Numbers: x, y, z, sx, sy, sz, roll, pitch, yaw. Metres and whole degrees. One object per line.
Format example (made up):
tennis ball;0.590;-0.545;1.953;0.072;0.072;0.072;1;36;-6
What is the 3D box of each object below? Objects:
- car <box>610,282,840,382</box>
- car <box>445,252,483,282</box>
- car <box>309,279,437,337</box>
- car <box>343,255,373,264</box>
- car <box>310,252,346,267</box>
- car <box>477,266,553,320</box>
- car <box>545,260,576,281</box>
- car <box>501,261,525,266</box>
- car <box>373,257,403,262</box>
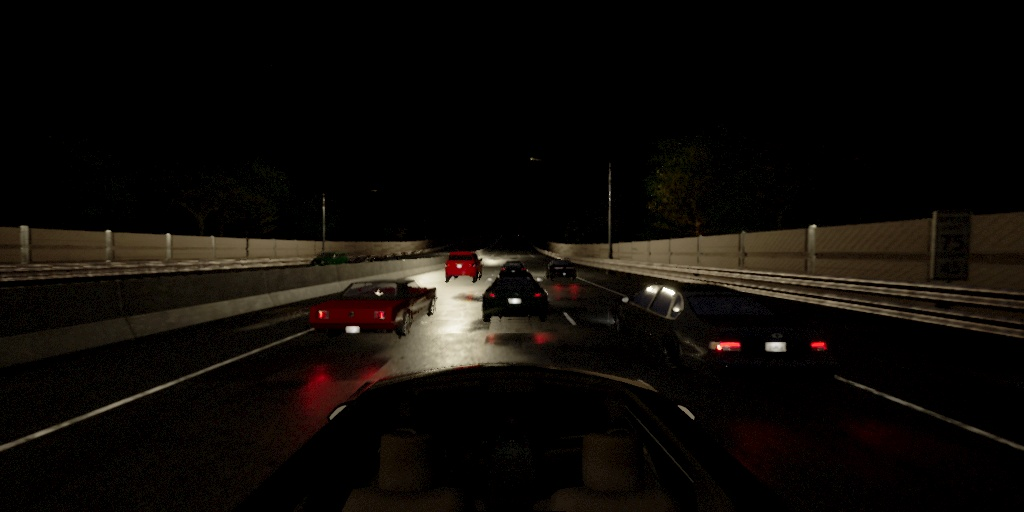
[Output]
car;3.572;1.246;7.346;2.033;1.411;5.357;0;1;0
car;-3.407;0.744;25.956;2.150;2.045;5.566;0;0;0
car;-3.416;1.276;9.947;1.895;1.301;4.718;0;1;0
car;-17.568;0.861;42.310;1.837;1.490;4.892;0;0;0
car;-21.071;0.582;41.656;2.150;2.045;5.566;0;1;0
car;0.091;1.219;12.096;1.994;1.385;4.181;0;1;0
car;3.596;1.006;26.885;2.128;1.511;4.902;0;1;0
car;0.097;1.073;27.476;1.994;1.385;4.181;0;1;0
car;-14.071;0.835;42.070;1.882;1.535;5.008;0;0;0
